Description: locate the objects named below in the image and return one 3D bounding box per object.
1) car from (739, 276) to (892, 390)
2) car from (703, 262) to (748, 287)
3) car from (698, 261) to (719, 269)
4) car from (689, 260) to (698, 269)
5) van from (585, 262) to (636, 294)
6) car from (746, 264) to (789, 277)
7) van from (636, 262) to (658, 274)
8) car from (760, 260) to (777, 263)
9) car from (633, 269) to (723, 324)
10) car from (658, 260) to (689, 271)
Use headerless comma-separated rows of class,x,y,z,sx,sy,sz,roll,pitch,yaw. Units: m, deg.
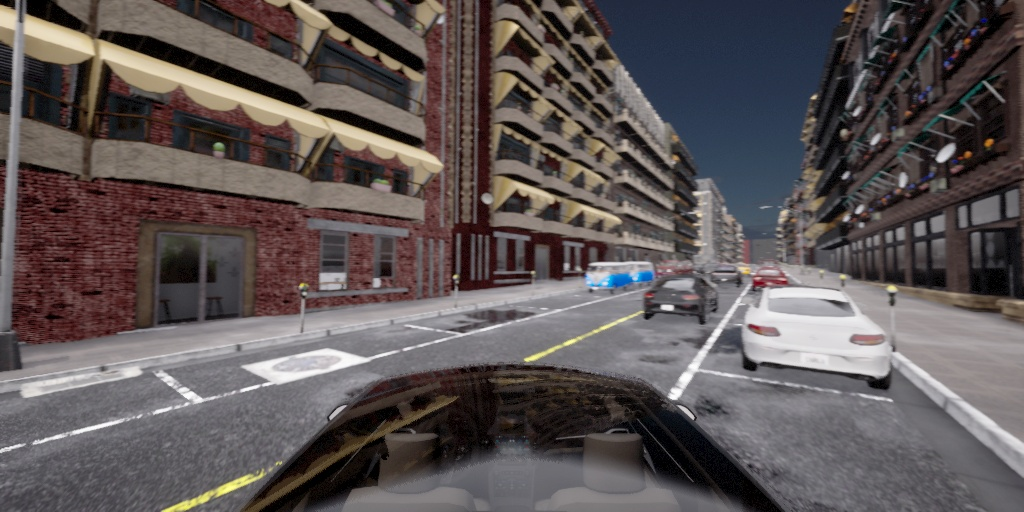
car,5.584,1.290,6.915,1.812,1.442,4.674,-1,-1,36
car,15.637,1.413,26.037,2.128,1.511,4.902,-1,-1,36
car,21.971,1.564,39.849,1.837,1.490,4.892,-1,-1,36
car,18.680,1.392,39.605,2.192,1.841,5.009,0,0,36
van,5.831,1.281,21.598,1.690,1.789,3.998,0,0,36
car,15.425,1.410,21.473,1.888,1.381,4.507,0,0,36
van,9.044,1.314,26.101,1.690,1.789,3.998,0,0,36
car,21.856,1.373,30.473,1.967,1.591,4.097,0,0,36
car,5.879,1.353,12.364,1.812,1.442,4.674,-1,-1,36
car,15.468,1.356,35.104,2.192,1.841,5.009,0,0,36
